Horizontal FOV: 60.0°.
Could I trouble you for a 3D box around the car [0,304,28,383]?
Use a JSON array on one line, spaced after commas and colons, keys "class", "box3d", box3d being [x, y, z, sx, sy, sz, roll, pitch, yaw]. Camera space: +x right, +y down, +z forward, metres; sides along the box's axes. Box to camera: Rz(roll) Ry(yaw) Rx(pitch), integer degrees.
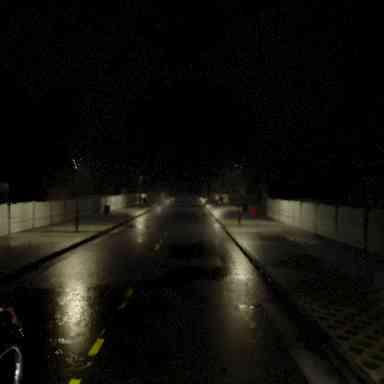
[{"class": "car", "box3d": [-2.836, 1.559, 2.041, 1.994, 1.385, 4.181, 0, 0, 0]}]
